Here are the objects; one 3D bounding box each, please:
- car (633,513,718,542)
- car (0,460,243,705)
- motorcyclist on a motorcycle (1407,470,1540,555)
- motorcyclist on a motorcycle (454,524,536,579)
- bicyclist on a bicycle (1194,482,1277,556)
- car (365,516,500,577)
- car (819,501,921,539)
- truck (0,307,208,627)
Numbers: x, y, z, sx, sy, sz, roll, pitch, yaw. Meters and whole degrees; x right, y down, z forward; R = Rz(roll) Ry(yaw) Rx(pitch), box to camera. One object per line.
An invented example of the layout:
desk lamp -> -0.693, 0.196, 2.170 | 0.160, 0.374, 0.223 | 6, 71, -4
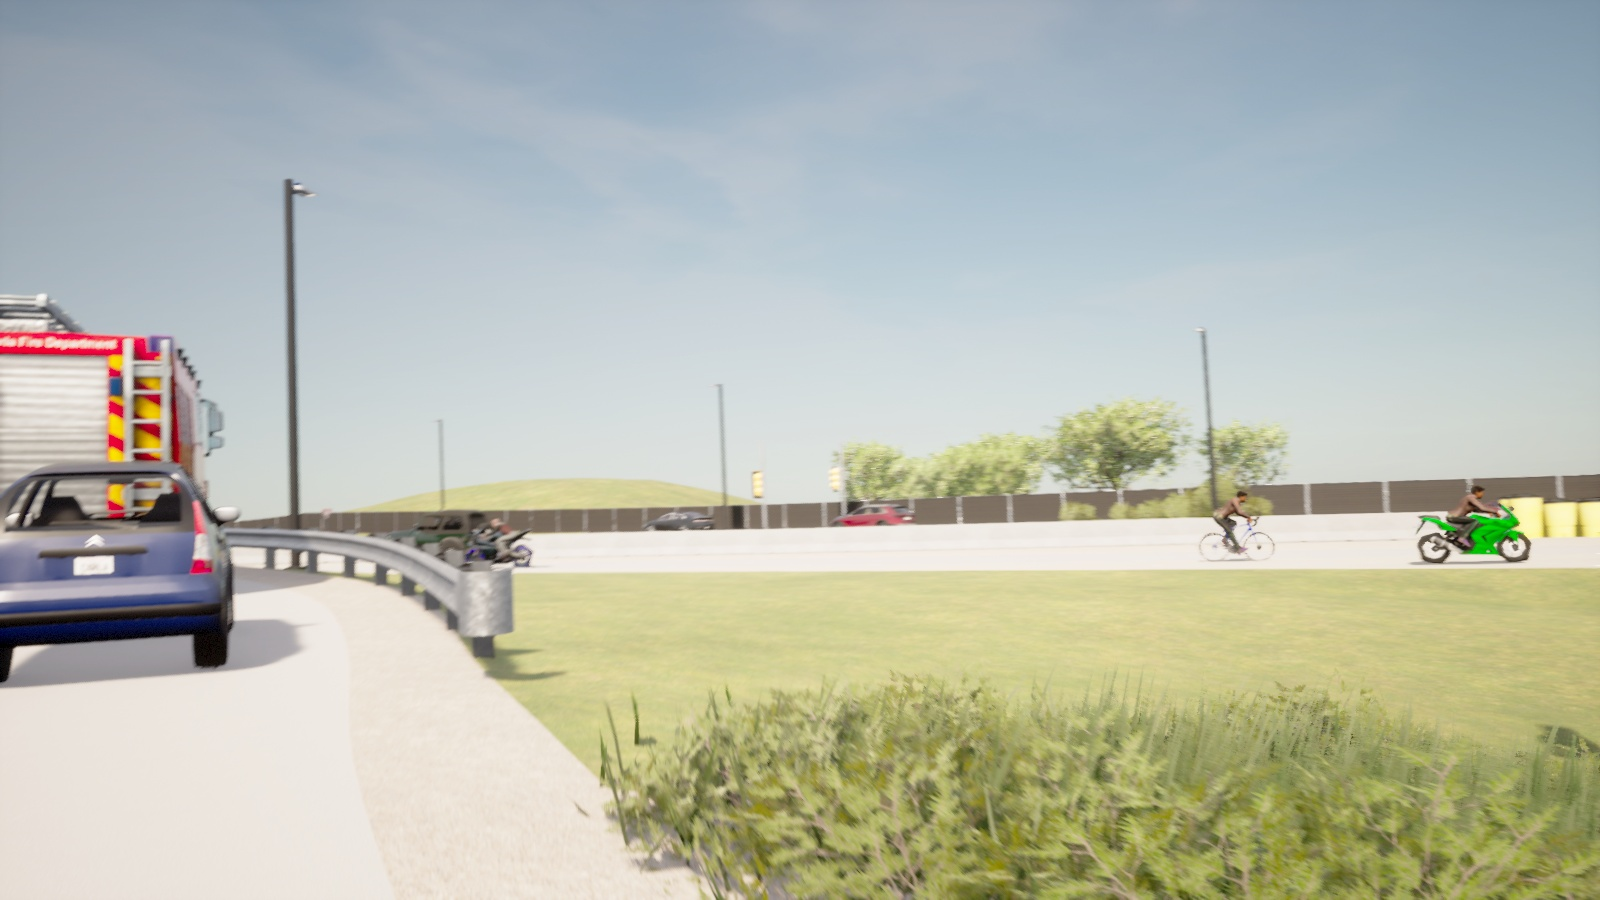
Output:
car -> -7.317, 4.540, 73.412 | 4.902, 1.511, 2.128 | -5, -4, 42
car -> -5.771, 0.993, 10.638 | 1.851, 1.617, 3.988 | -2, -1, -24
motorcyclist on a motorcycle -> 12.987, 1.209, 24.290 | 2.044, 1.523, 0.797 | -3, -4, 15
motorcyclist on a motorcycle -> -9.124, 3.044, 37.568 | 2.191, 1.530, 0.866 | -3, -4, 15
bicyclist on a bicycle -> 9.948, 1.590, 28.745 | 1.656, 1.620, 0.582 | -3, -4, 15
car -> -12.282, 3.219, 42.065 | 3.866, 1.878, 1.905 | -3, -4, 15
car -> 3.497, 3.560, 63.588 | 4.856, 1.649, 2.033 | -6, -4, 42
truck -> -10.817, 0.361, 19.102 | 2.891, 3.827, 8.468 | -1, -2, -23
